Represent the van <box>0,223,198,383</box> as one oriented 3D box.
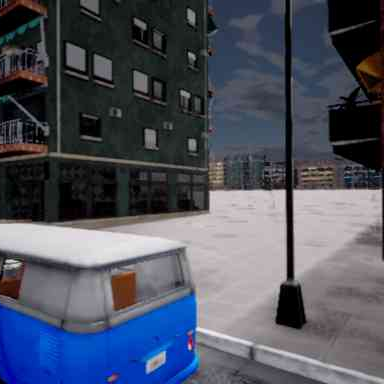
[{"bbox_3d":[-1.844,1.361,4.193,3.998,1.788,1.690,0,0,36],"label":"van"}]
